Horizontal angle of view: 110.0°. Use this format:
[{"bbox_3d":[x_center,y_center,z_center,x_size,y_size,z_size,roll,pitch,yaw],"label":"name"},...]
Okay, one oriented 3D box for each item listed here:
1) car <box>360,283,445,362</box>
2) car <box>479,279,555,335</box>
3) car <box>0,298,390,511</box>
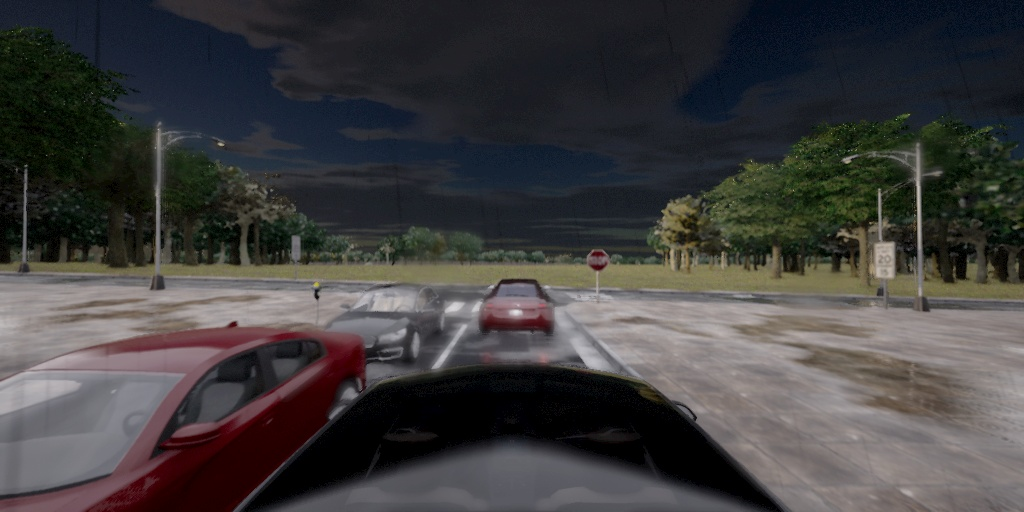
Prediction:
[{"bbox_3d":[-2.637,1.336,8.161,2.007,1.370,4.403,0,0,0],"label":"car"},{"bbox_3d":[0.225,1.363,10.711,1.994,1.385,4.181,0,0,4],"label":"car"},{"bbox_3d":[-2.637,1.300,2.620,1.888,1.381,4.507,0,0,0],"label":"car"}]
